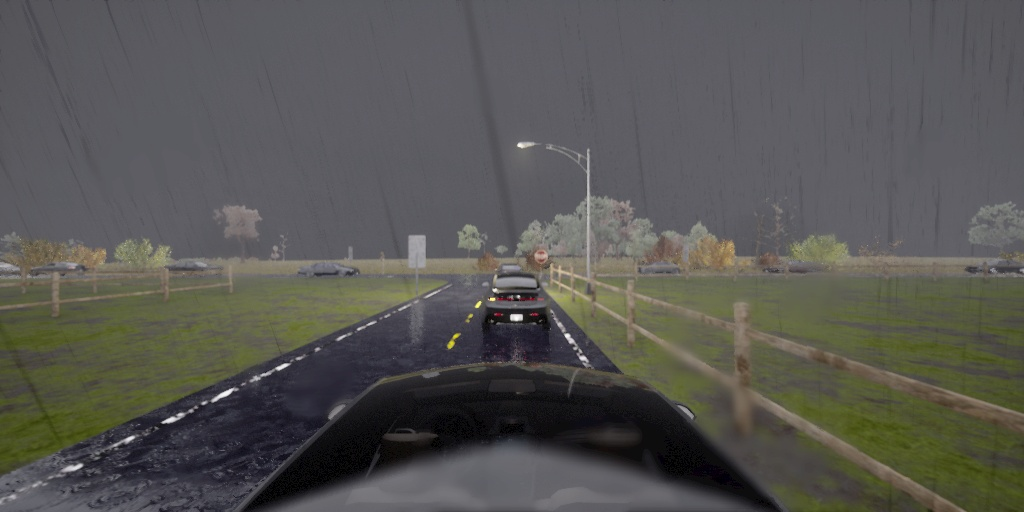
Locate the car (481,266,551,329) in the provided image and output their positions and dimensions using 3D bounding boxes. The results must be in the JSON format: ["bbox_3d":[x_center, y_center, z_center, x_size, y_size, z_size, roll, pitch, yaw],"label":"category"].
[{"bbox_3d":[0.107,1.233,11.164,1.837,1.490,4.892,0,0,0],"label":"car"}]

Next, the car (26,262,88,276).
[{"bbox_3d":[-46.949,1.321,37.248,4.674,1.442,1.812,0,0,1],"label":"car"}]

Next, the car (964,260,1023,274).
[{"bbox_3d":[49.021,1.103,36.326,4.892,1.490,1.837,0,0,1],"label":"car"}]

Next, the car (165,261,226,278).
[{"bbox_3d":[-30.135,1.231,34.196,5.008,1.535,1.882,0,0,1],"label":"car"}]

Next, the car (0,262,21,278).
[{"bbox_3d":[-49.751,1.306,34.454,4.902,1.511,2.128,0,0,1],"label":"car"}]

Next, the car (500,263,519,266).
[{"bbox_3d":[-0.183,1.239,26.001,2.033,1.411,5.357,0,0,-5],"label":"car"}]

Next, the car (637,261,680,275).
[{"bbox_3d":[14.938,1.188,36.736,4.181,1.385,1.994,0,0,0],"label":"car"}]

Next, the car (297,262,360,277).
[{"bbox_3d":[-17.359,1.264,34.077,5.357,1.411,2.033,0,0,1],"label":"car"}]

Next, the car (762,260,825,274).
[{"bbox_3d":[28.700,1.145,36.608,5.357,1.411,2.033,0,0,1],"label":"car"}]
